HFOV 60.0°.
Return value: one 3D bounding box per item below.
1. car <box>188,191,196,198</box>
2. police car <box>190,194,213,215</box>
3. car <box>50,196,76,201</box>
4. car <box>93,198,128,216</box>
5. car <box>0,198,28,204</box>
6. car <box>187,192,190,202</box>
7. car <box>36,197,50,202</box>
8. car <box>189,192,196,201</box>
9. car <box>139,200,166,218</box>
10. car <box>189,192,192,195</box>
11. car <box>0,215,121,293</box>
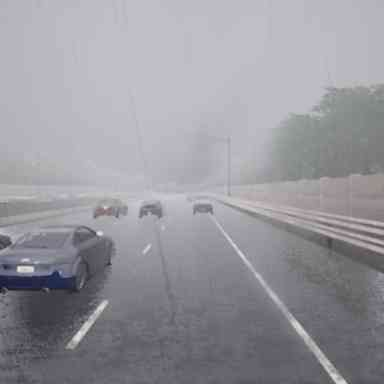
[{"bbox_3d":[-0.017,0.736,86.819,2.097,1.767,4.553,0,0,0],"label":"car"},{"bbox_3d":[1.043,1.351,32.637,1.930,1.638,5.238,0,0,0],"label":"police car"},{"bbox_3d":[-17.588,1.358,46.791,2.128,1.511,4.902,0,0,0],"label":"car"},{"bbox_3d":[-6.906,1.287,28.710,2.097,1.767,4.553,0,0,0],"label":"car"},{"bbox_3d":[-24.586,1.474,45.637,1.895,1.301,4.718,0,0,0],"label":"car"},{"bbox_3d":[-0.013,1.277,67.235,1.994,1.385,4.181,0,1,0],"label":"car"},{"bbox_3d":[-21.080,1.421,48.480,1.994,1.385,4.181,0,0,0],"label":"car"},{"bbox_3d":[1.041,1.241,42.495,2.097,1.767,4.553,0,0,0],"label":"car"},{"bbox_3d":[-3.406,1.440,29.024,1.837,1.490,4.892,0,0,0],"label":"car"},{"bbox_3d":[1.039,1.209,48.494,2.097,1.767,4.553,0,0,0],"label":"car"},{"bbox_3d":[-3.402,1.544,8.801,1.994,1.385,4.181,0,0,0],"label":"car"}]
